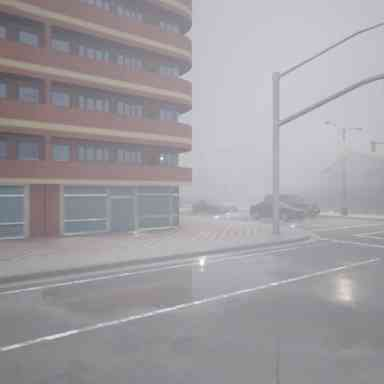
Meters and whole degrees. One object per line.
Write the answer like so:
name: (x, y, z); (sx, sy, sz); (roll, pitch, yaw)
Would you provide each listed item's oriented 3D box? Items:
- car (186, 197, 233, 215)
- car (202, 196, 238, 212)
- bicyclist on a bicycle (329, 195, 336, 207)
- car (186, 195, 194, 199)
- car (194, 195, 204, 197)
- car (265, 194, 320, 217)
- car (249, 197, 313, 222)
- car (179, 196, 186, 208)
car: (1.744, 1.526, 34.491); (1.812, 1.442, 4.674); (0, 0, -35)
car: (3.315, 1.526, 38.390); (1.812, 1.442, 4.674); (0, 0, -35)
bicyclist on a bicycle: (19.354, 1.301, 45.898); (1.656, 1.620, 0.582); (0, 0, -35)
car: (-2.064, 1.526, 60.548); (1.812, 1.442, 4.674); (0, 0, -34)
car: (0.787, 1.352, 62.494); (2.097, 1.767, 4.553); (0, 0, -35)
car: (8.854, 1.221, 30.344); (2.150, 2.045, 5.566); (0, 0, -34)
car: (6.867, 1.478, 27.014); (1.882, 1.535, 5.008); (0, 0, -34)
car: (-3.270, 1.503, 47.948); (1.837, 1.490, 4.892); (0, 0, -34)
